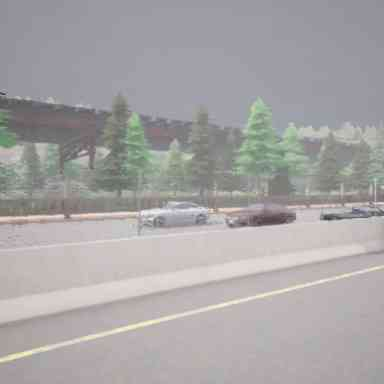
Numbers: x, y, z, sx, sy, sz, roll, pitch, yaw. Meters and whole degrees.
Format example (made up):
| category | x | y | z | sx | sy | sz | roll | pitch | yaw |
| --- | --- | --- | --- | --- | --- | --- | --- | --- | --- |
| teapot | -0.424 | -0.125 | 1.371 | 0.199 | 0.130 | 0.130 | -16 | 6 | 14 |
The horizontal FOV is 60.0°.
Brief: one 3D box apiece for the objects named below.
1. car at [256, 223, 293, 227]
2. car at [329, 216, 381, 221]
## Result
| category | x | y | z | sx | sy | sz | roll | pitch | yaw |
| --- | --- | --- | --- | --- | --- | --- | --- | --- | --- |
| car | 4.080 | 1.324 | 19.222 | 4.674 | 1.442 | 1.812 | 0 | 1 | -33 |
| car | 9.113 | 1.428 | 18.327 | 4.718 | 1.301 | 1.895 | 0 | 1 | -33 |
